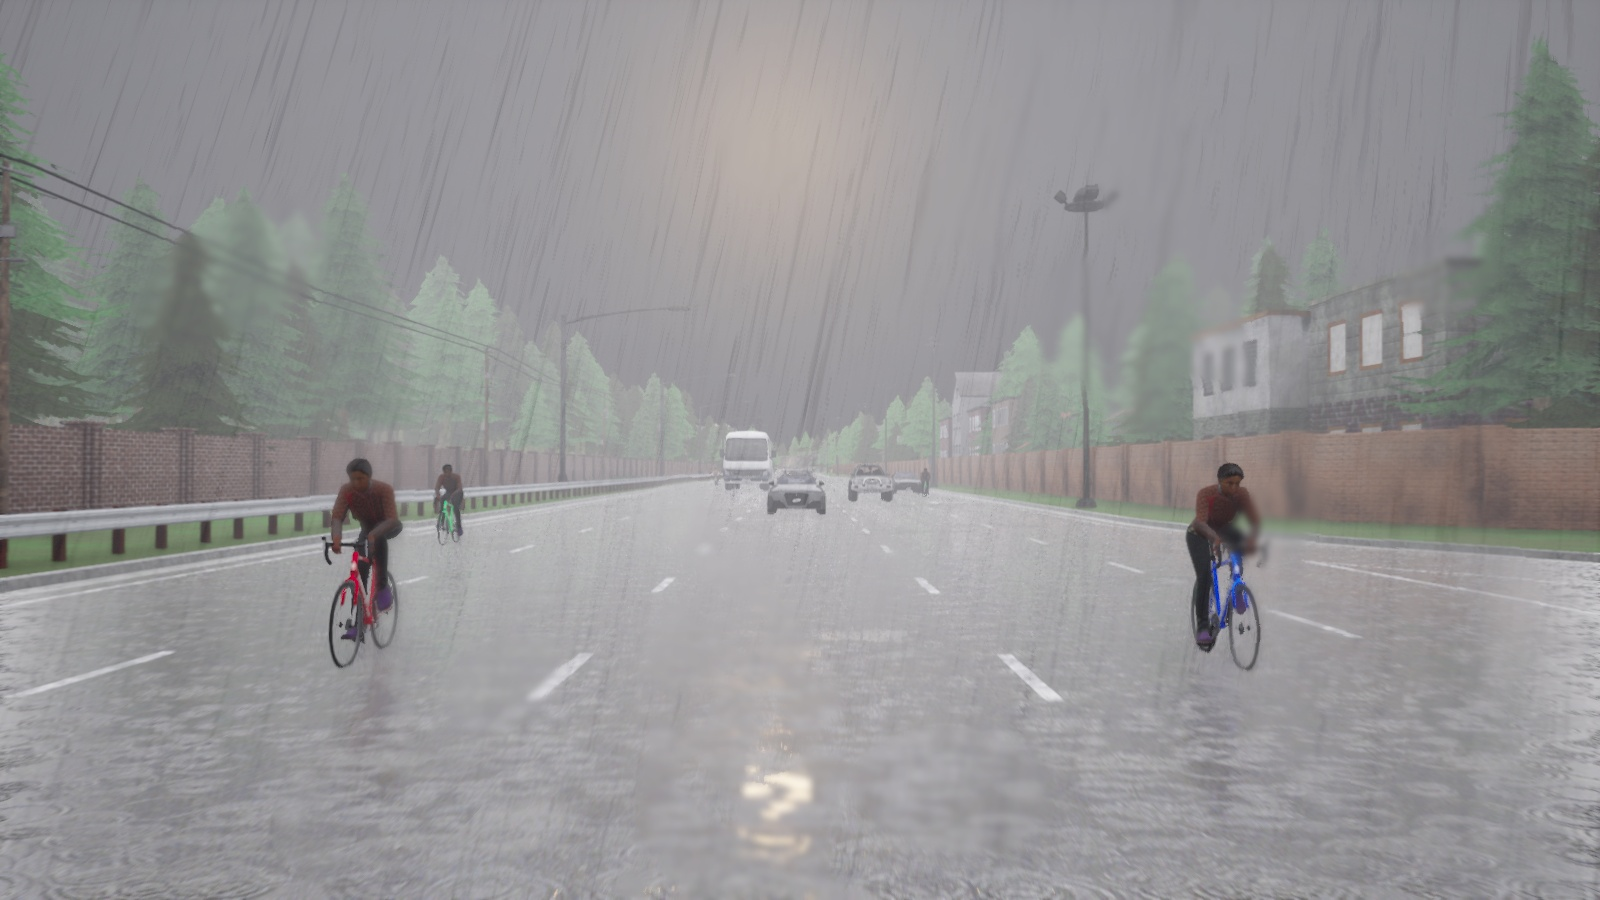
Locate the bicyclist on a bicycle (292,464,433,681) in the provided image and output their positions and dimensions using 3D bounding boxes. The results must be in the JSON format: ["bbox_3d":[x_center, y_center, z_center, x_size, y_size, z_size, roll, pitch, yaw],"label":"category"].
[{"bbox_3d":[-3.525,0.926,10.251,0.582,1.620,1.656,0,0,0],"label":"bicyclist on a bicycle"}]

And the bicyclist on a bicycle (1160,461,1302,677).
[{"bbox_3d":[3.475,0.898,10.268,0.582,1.620,1.656,0,0,0],"label":"bicyclist on a bicycle"}]

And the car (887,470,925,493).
[{"bbox_3d":[6.806,2.002,81.180,2.033,1.411,5.357,0,-1,0],"label":"car"}]

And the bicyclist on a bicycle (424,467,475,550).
[{"bbox_3d":[-7.061,1.158,25.371,0.582,1.620,1.656,0,-1,0],"label":"bicyclist on a bicycle"}]

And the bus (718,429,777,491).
[{"bbox_3d":[-3.759,0.780,92.247,3.944,4.253,10.273,0,-1,0],"label":"bus"}]

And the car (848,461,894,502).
[{"bbox_3d":[3.353,1.486,60.436,1.932,1.855,4.605,0,-1,0],"label":"car"}]

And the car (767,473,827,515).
[{"bbox_3d":[-0.106,1.507,43.765,1.994,1.385,4.181,0,-1,0],"label":"car"}]
